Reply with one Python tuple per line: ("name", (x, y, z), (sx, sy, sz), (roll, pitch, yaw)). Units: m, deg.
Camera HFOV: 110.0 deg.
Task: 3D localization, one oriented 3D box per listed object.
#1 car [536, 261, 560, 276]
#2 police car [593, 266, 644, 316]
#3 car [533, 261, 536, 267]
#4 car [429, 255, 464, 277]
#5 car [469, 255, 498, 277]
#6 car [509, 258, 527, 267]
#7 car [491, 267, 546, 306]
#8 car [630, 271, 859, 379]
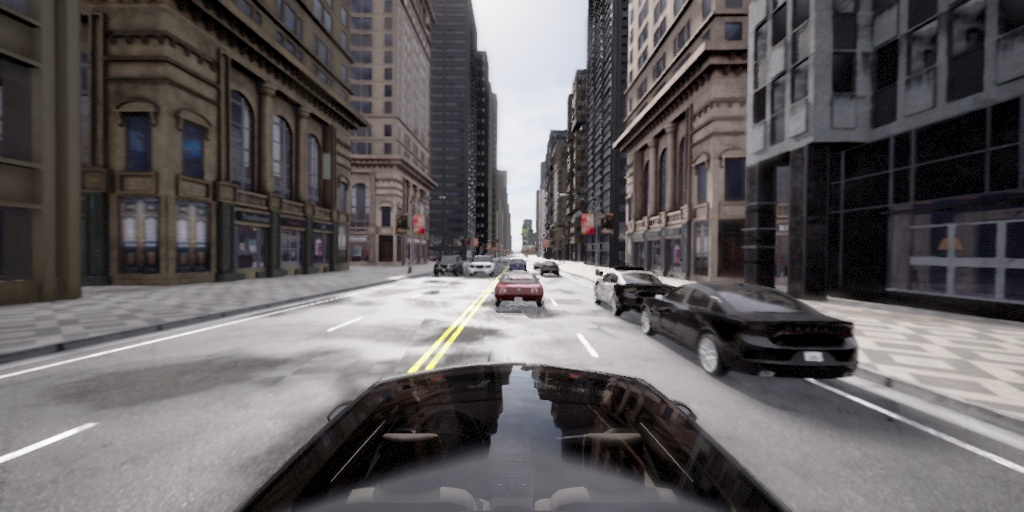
("car", (3.825, 1.272, 37.118), (1.837, 1.490, 4.892), (1, 0, 2))
("police car", (4.385, 1.209, 13.637), (1.930, 1.638, 5.238), (1, 0, 1))
("car", (4.009, 1.362, 51.075), (1.895, 1.301, 4.718), (1, 0, 1))
("car", (-6.092, 0.898, 35.027), (2.150, 2.045, 5.566), (1, 0, 1))
("car", (-2.845, 0.927, 34.941), (2.150, 2.045, 5.566), (1, 0, 1))
("car", (0.747, 1.087, 44.656), (2.097, 1.767, 4.553), (1, 0, 1))
("car", (0.291, 1.346, 15.780), (1.895, 1.301, 4.718), (1, 0, 1))
("car", (4.288, 1.264, 7.528), (1.882, 1.535, 5.008), (1, 0, 1))
